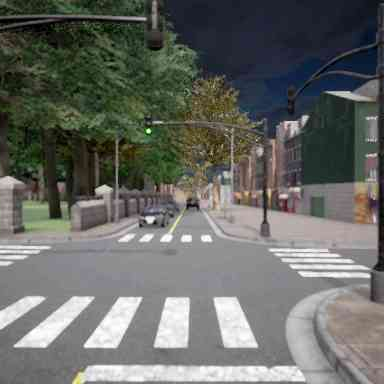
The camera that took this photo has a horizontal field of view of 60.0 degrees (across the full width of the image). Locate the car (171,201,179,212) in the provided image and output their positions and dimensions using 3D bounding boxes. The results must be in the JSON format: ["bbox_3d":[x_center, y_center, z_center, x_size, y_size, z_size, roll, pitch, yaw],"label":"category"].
[{"bbox_3d":[-2.773,1.948,35.378,2.033,1.411,5.357,0,-1,0],"label":"car"}]

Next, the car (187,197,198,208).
[{"bbox_3d":[0.137,2.003,64.739,2.150,2.045,5.566,0,-1,0],"label":"car"}]

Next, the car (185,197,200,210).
[{"bbox_3d":[0.115,1.863,54.319,2.150,2.045,5.566,0,-1,0],"label":"car"}]

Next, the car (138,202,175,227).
[{"bbox_3d":[-2.779,1.771,25.044,2.128,1.511,4.902,0,-1,2],"label":"car"}]
